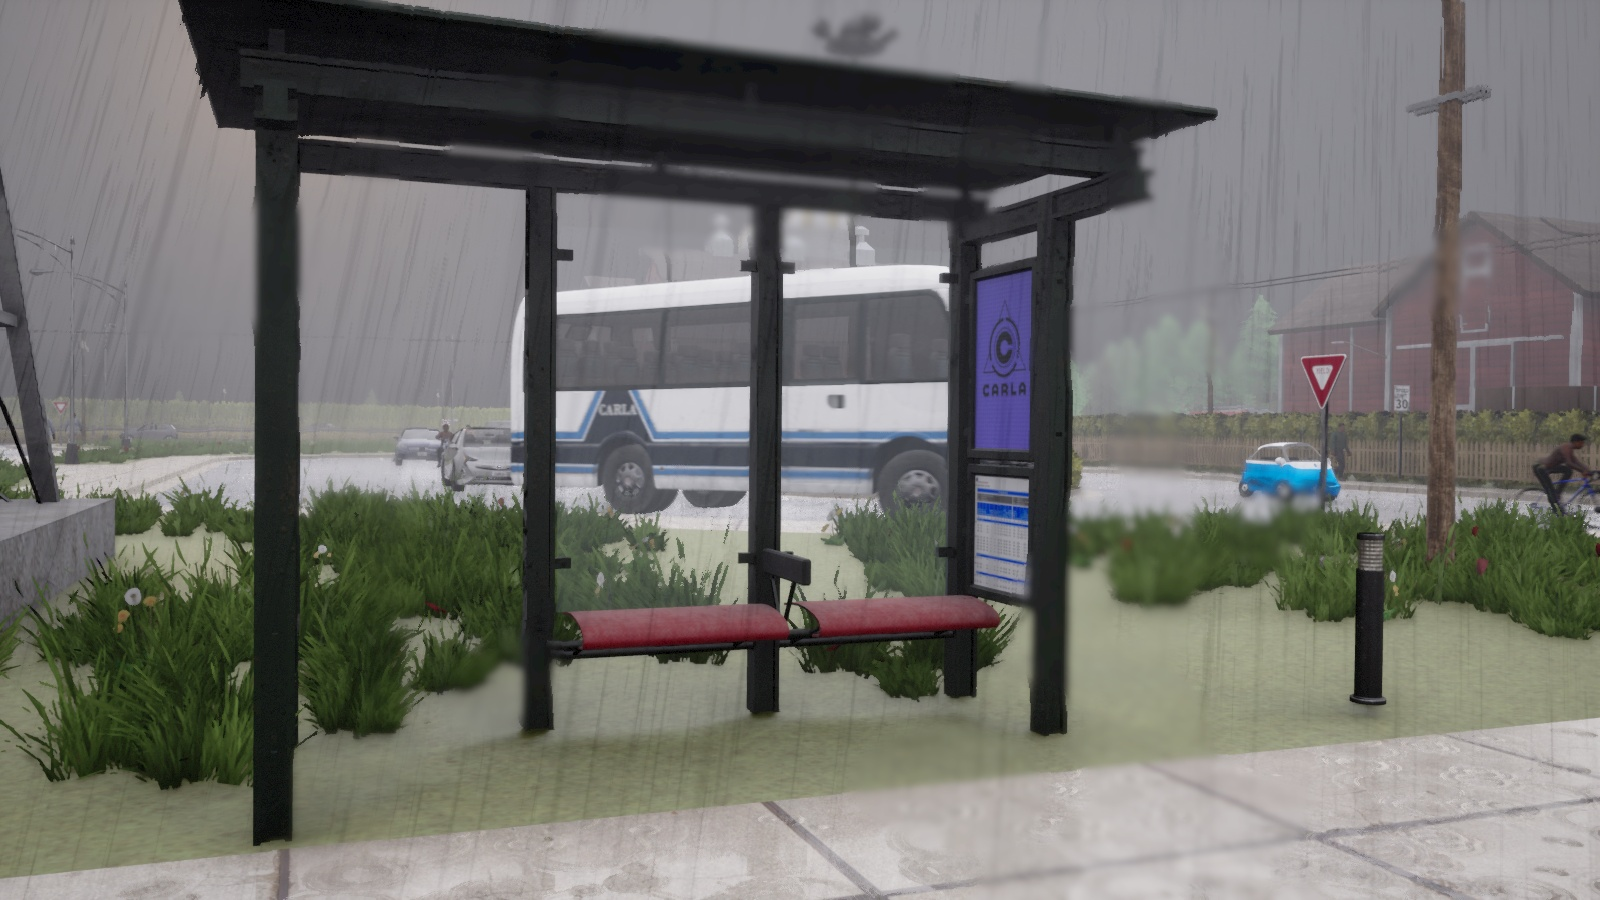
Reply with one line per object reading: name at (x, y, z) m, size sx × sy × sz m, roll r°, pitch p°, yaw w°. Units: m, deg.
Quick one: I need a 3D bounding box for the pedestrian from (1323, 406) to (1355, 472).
pedestrian at (16.136, -0.333, 37.609) m, size 0.423 × 1.949 × 0.788 m, roll -1°, pitch 1°, yaw -25°

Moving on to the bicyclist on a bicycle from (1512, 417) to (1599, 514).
bicyclist on a bicycle at (13.294, 0.255, 21.680) m, size 1.656 × 1.620 × 0.582 m, roll 1°, pitch 4°, yaw 43°

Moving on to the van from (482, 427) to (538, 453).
van at (-22.223, -0.784, 96.392) m, size 1.775 × 1.987 × 4.442 m, roll 0°, pitch 1°, yaw 26°

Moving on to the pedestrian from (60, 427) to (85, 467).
pedestrian at (-33.979, -0.134, 58.676) m, size 0.874 × 1.855 × 0.900 m, roll -1°, pitch 1°, yaw -23°

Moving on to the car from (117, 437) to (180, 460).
car at (-44.951, -0.113, 86.722) m, size 3.633 × 1.501 × 1.845 m, roll -1°, pitch 1°, yaw -21°

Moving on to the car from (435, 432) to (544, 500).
car at (-7.706, 0.325, 30.896) m, size 2.007 × 1.525 × 4.514 m, roll -1°, pitch 1°, yaw -21°

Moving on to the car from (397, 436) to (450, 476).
car at (-14.553, 0.194, 48.404) m, size 1.812 × 1.442 × 4.674 m, roll -1°, pitch 1°, yaw -18°

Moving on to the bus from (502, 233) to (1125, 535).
bus at (0.001, -0.938, 22.084) m, size 10.273 × 4.253 × 3.944 m, roll -1°, pitch 2°, yaw 32°

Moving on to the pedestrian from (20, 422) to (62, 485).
pedestrian at (-22.739, 0.086, 37.622) m, size 0.874 × 1.855 × 0.900 m, roll -2°, pitch 1°, yaw -44°

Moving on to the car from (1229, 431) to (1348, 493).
car at (11.382, 0.252, 29.359) m, size 1.481 × 1.376 × 2.207 m, roll -1°, pitch 1°, yaw -21°
